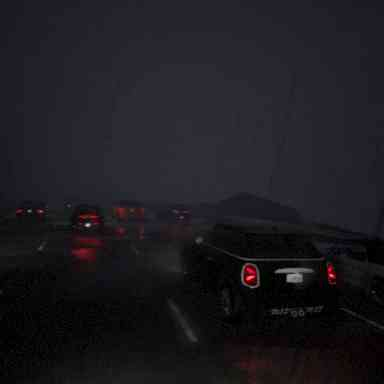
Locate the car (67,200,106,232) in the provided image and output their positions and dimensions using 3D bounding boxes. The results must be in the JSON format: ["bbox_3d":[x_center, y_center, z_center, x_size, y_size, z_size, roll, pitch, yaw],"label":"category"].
[{"bbox_3d":[-6.172,1.451,19.515,1.837,1.490,4.892,3,-1,-19],"label":"car"}]

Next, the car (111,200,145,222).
[{"bbox_3d":[-5.269,1.411,27.078,2.097,1.767,4.553,3,-1,-21],"label":"car"}]

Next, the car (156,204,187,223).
[{"bbox_3d":[-1.624,1.702,27.361,2.128,1.511,4.902,3,-1,-21],"label":"car"}]

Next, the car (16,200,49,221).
[{"bbox_3d":[-11.728,1.318,24.510,2.033,1.411,5.357,3,-1,-21],"label":"car"}]

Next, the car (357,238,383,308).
[{"bbox_3d":[4.556,1.875,8.725,1.895,1.301,4.718,3,-1,-15],"label":"car"}]

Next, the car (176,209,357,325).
[{"bbox_3d":[1.184,1.479,7.700,2.097,1.767,4.553,2,-1,-15],"label":"car"}]

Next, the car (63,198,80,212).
[{"bbox_3d":[-12.575,1.393,35.363,2.033,1.411,5.357,3,-1,-25],"label":"car"}]
